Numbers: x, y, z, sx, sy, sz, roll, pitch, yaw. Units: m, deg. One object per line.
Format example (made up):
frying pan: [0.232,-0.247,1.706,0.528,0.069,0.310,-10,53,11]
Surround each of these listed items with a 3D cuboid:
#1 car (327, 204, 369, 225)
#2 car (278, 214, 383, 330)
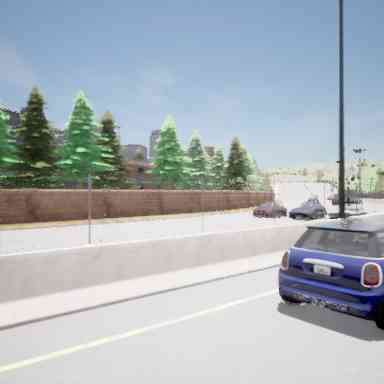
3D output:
car: [12.166,1.672,25.702,1.895,1.301,4.718,0,0,39]
car: [3.882,1.372,7.112,4.553,1.767,2.097,0,0,-40]
